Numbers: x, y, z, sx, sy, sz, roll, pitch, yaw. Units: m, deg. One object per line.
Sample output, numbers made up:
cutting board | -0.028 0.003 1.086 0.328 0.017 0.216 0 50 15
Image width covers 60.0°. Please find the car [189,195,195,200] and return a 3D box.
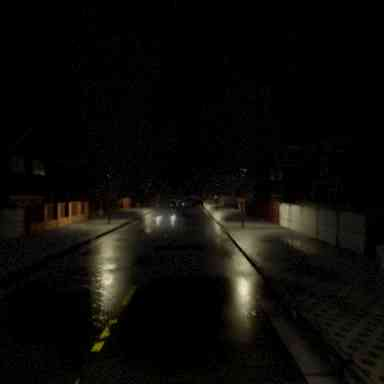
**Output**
car | 0.025 1.493 95.350 1.812 1.442 4.674 0 0 0

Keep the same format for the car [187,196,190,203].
car | 0.020 1.557 74.863 1.882 1.535 5.008 0 0 0

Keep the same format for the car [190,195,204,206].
car | 0.977 1.599 56.813 1.882 1.535 5.008 0 0 0

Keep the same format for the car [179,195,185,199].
car | -2.730 1.401 78.068 1.812 1.442 4.674 0 0 0

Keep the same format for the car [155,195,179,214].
car | -2.833 1.441 36.860 2.097 1.767 4.553 0 0 0
